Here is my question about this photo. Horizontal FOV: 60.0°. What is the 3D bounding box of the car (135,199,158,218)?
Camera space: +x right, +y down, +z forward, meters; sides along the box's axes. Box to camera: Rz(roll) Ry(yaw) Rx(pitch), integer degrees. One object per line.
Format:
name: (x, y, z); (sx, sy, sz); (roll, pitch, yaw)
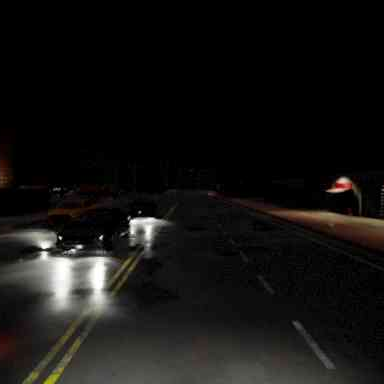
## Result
car: (-3.762, 1.223, 25.903); (1.994, 1.385, 4.181); (0, 1, 0)

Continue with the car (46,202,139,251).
car: (-3.696, 1.376, 13.542); (2.033, 1.411, 5.357); (0, 1, 0)

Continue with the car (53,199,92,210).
car: (-7.240, 1.224, 20.599); (1.882, 1.535, 5.008); (0, 1, 0)

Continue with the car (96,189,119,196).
car: (-22.146, 0.060, 86.750); (4.605, 1.855, 1.932); (0, 1, 0)
